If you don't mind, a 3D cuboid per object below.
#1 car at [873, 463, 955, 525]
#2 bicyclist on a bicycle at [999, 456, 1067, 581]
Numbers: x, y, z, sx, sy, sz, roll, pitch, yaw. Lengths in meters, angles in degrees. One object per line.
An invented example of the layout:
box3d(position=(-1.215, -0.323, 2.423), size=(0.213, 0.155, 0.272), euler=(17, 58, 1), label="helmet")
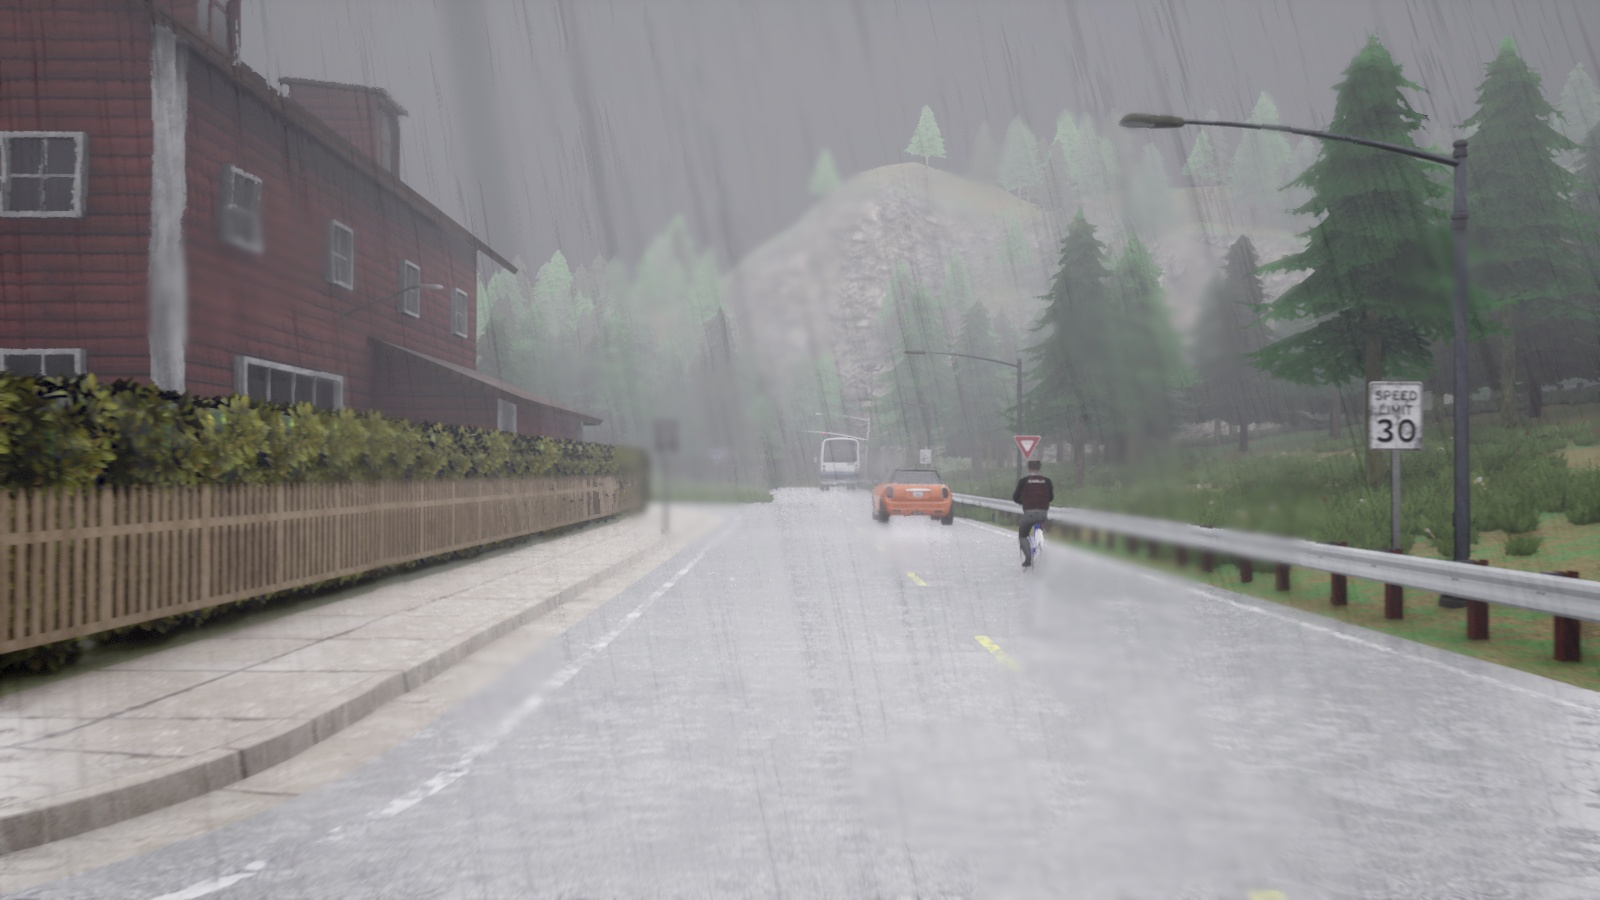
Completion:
box3d(position=(3.406, 1.310, 38.338), size=(2.097, 1.767, 4.553), euler=(0, -1, 0), label="car")
box3d(position=(3.454, 0.990, 18.767), size=(0.659, 1.776, 1.843), euler=(0, -1, 0), label="bicyclist on a bicycle")
